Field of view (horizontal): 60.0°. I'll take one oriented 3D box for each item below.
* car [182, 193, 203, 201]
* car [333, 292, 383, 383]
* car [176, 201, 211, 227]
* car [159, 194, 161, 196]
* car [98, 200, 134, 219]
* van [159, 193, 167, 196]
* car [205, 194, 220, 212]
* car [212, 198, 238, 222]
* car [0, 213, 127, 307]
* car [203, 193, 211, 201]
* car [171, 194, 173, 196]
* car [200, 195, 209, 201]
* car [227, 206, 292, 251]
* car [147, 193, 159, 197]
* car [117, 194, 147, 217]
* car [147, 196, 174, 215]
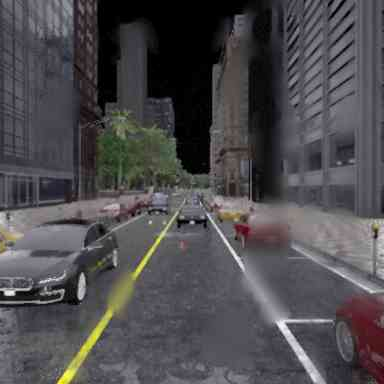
[{"bbox_3d":[0.080,1.307,45.808,2.128,1.511,4.902,0,0,0],"label":"car"},{"bbox_3d":[2.759,1.569,2.876,1.802,1.307,4.206,0,0,0],"label":"car"},{"bbox_3d":[0.020,1.509,21.724,1.895,1.301,4.718,0,0,1],"label":"car"},{"bbox_3d":[-5.781,1.360,46.286,1.887,1.381,4.507,0,0,0],"label":"car"},{"bbox_3d":[-5.774,1.478,24.582,1.802,1.307,4.206,0,0,0],"label":"car"},{"bbox_3d":[-5.785,1.118,57.137,1.690,1.788,3.998,0,0,0],"label":"van"},{"bbox_3d":[2.747,1.295,35.425,1.967,1.590,4.097,0,0,0],"label":"car"},{"bbox_3d":[2.751,1.421,24.746,1.752,1.417,4.829,0,0,0],"label":"car"},{"bbox_3d":[-3.082,1.470,8.085,1.837,1.490,4.892,0,0,0],"label":"car"},{"bbox_3d":[2.745,1.275,40.851,1.967,1.590,4.097,0,0,0],"label":"car"},{"bbox_3d":[-5.789,1.299,73.417,1.802,1.307,4.206,0,0,0],"label":"car"},{"bbox_3d":[2.736,1.283,73.402,1.947,1.339,4.313,0,0,0],"label":"car"},{"bbox_3d":[2.755,1.485,13.726,1.887,1.381,4.507,0,0,0],"label":"car"},{"bbox_3d":[-5.780,1.150,40.859,2.192,1.841,5.009,0,0,0],"label":"car"},{"bbox_3d":[-5.777,1.190,30.007,2.192,1.841,5.009,0,0,0],"label":"car"},{"bbox_3d":[-3.034,1.416,31.771,2.033,1.411,5.357,0,0,0],"label":"car"}]
